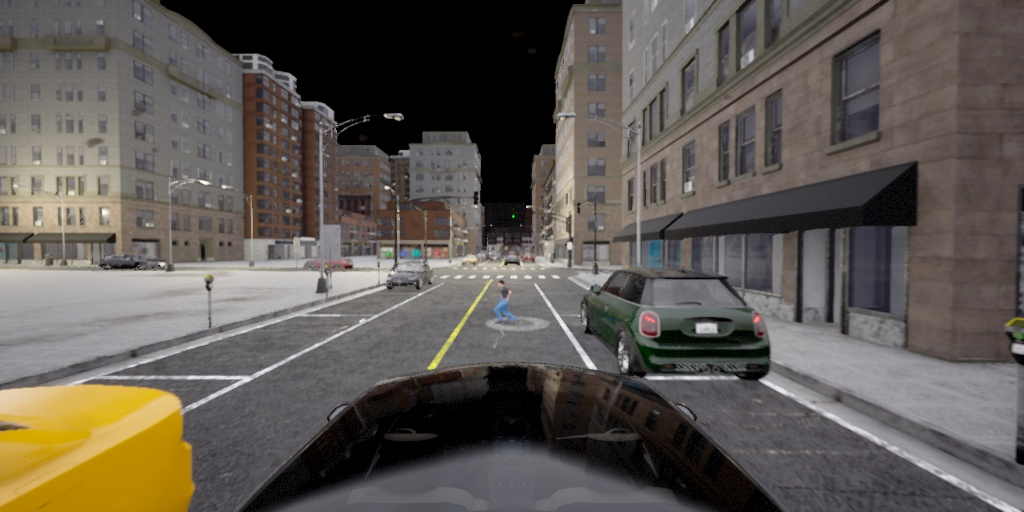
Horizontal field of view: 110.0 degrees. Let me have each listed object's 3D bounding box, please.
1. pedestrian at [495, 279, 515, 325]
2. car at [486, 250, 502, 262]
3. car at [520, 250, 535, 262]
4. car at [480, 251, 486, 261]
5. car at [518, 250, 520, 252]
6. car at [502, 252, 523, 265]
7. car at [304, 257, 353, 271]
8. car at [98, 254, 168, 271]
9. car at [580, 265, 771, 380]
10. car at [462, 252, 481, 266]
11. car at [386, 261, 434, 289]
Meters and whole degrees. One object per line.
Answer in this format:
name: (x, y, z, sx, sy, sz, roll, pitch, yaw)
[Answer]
pedestrian: (-0.195, 1.180, 9.588, 0.375, 1.300, 0.375, 0, 1, -8)
car: (-2.792, 0.168, 60.886, 2.128, 1.511, 4.902, 0, 1, 1)
car: (2.637, 0.178, 57.523, 1.967, 1.591, 4.097, 0, 0, 0)
car: (-5.388, 0.186, 63.184, 2.007, 1.370, 4.403, 0, 0, 0)
car: (2.637, -0.050, 63.184, 2.192, 1.841, 5.009, 0, 0, 0)
car: (0.063, 0.461, 48.680, 1.994, 1.385, 4.181, 0, 1, 0)
car: (-17.304, 0.649, 33.940, 4.181, 1.385, 1.994, 0, 1, 0)
car: (-32.623, 0.557, 30.988, 4.902, 1.511, 2.128, 0, 1, 0)
car: (2.750, 1.001, 7.192, 2.097, 1.767, 4.553, 0, 1, 0)
car: (-5.388, 0.468, 46.031, 1.751, 1.417, 4.829, 0, 0, 0)
car: (-5.387, 0.979, 19.360, 2.007, 1.370, 4.403, 0, 0, 0)
